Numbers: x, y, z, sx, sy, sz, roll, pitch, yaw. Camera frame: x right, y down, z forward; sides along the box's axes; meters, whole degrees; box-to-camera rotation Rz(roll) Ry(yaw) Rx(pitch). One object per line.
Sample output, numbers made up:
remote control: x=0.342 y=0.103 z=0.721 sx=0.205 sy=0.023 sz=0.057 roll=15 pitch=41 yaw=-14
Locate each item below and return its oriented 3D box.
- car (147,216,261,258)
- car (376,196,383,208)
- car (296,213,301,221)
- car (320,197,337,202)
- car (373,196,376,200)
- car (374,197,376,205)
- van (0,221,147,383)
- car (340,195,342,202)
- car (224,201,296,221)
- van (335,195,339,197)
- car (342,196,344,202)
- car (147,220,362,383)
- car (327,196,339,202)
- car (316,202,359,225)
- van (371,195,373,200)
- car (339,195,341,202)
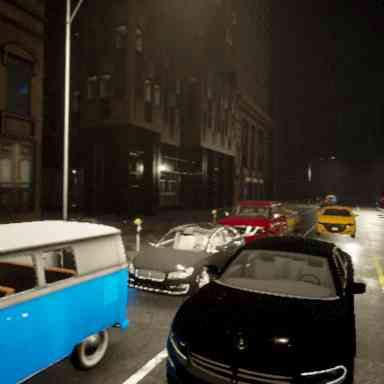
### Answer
car: x=0.116 y=1.514 z=8.424 sx=2.008 sy=1.369 sz=4.403 roll=1 pitch=0 yaw=26
car: x=32.346 y=1.699 z=55.246 sx=2.192 sy=1.841 sz=5.009 roll=1 pitch=0 yaw=26
car: x=4.953 y=1.537 z=18.378 sx=1.752 sy=1.417 sz=4.829 roll=1 pitch=0 yaw=26
car: x=19.757 y=1.756 z=48.852 sx=1.802 sy=1.307 sz=4.206 roll=1 pitch=0 yaw=26
car: x=37.252 y=1.992 z=65.355 sx=2.008 sy=1.369 sz=4.403 roll=1 pitch=0 yaw=26
car: x=34.797 y=1.978 z=60.301 sx=1.947 sy=1.339 sz=4.313 roll=1 pitch=0 yaw=26
van: x=-2.335 y=1.279 z=3.369 sx=1.690 sy=1.788 sz=3.998 roll=1 pitch=0 yaw=26
car: x=29.579 y=1.853 z=69.065 sx=1.947 sy=1.339 sz=4.313 roll=1 pitch=0 yaw=26
car: x=2.576 y=1.303 z=13.476 sx=2.192 sy=1.841 sz=5.009 roll=1 pitch=0 yaw=26
van: x=24.672 y=1.572 z=58.958 sx=1.690 sy=1.788 sz=3.998 roll=1 pitch=0 yaw=26
car: x=34.488 y=1.927 z=79.172 sx=1.802 sy=1.307 sz=4.206 roll=1 pitch=0 yaw=26
car: x=1.441 y=1.478 z=5.052 sx=1.882 sy=1.535 sz=5.008 roll=1 pitch=0 yaw=26
car: x=22.213 y=1.768 z=53.905 sx=1.947 sy=1.339 sz=4.313 roll=1 pitch=0 yaw=26
car: x=8.100 y=1.546 z=18.532 sx=1.882 sy=1.535 sz=5.008 roll=1 pitch=0 yaw=26
van: x=42.167 y=1.840 z=75.462 sx=1.690 sy=1.788 sz=3.998 roll=1 pitch=0 yaw=26
car: x=27.124 y=1.803 z=64.012 sx=1.887 sy=1.381 sz=4.507 roll=1 pitch=0 yaw=26
